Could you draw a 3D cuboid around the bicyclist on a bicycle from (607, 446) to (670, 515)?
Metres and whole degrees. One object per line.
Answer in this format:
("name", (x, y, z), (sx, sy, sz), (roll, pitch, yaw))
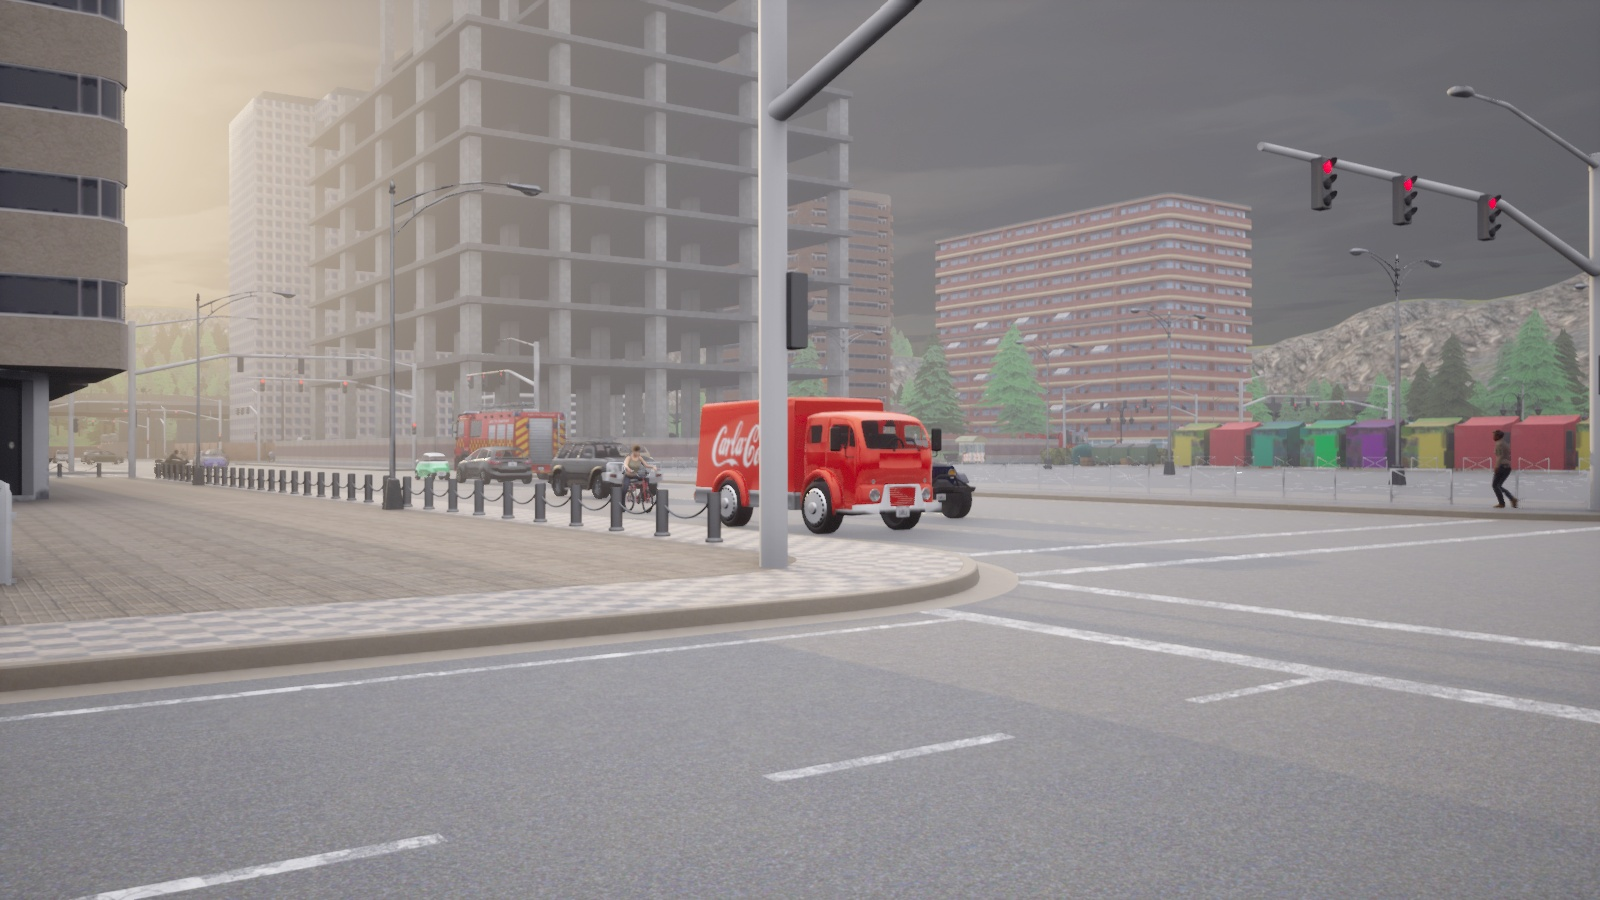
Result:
("bicyclist on a bicycle", (-3.853, 0.706, 29.901), (0.866, 1.612, 1.509), (0, 0, -35))

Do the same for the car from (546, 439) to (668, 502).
("car", (-6.089, 0.600, 39.199), (1.932, 1.855, 4.605), (0, 0, -35))

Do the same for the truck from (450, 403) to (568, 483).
("truck", (-14.967, -0.330, 64.072), (2.891, 3.827, 8.468), (0, 0, -35))

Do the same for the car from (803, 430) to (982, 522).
("car", (1.959, 0.534, 27.692), (1.905, 1.878, 3.866), (0, 0, -35))

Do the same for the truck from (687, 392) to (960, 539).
("truck", (0.295, 0.260, 23.966), (2.627, 2.467, 5.204), (0, 0, -35))

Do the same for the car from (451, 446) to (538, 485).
("car", (-13.690, 0.671, 56.156), (2.242, 1.667, 4.611), (0, 0, -35))

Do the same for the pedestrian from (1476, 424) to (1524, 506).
("pedestrian", (15.610, 0.322, 28.022), (0.328, 1.805, 0.869), (0, 0, -36))

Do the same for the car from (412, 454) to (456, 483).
("car", (-18.260, 0.907, 62.681), (1.481, 1.376, 2.207), (0, 0, -35))

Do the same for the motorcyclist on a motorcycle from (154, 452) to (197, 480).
("motorcyclist on a motorcycle", (-35.246, 0.900, 70.871), (2.044, 1.523, 0.797), (0, 0, -36))
